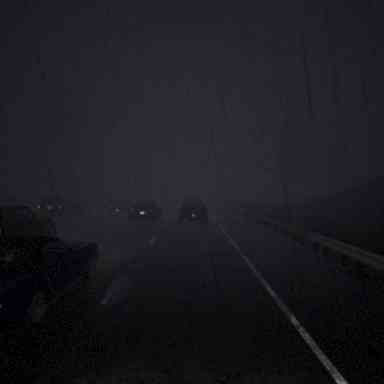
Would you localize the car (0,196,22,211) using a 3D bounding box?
[{"bbox_3d":[-21.094,1.257,36.998,1.837,1.490,4.892,0,0,0],"label":"car"}]

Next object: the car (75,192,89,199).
[{"bbox_3d":[-28.003,0.781,84.654,2.097,1.767,4.553,0,0,0],"label":"car"}]

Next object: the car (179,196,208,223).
[{"bbox_3d":[0.099,1.318,23.726,1.882,1.535,5.008,0,0,0],"label":"car"}]

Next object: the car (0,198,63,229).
[{"bbox_3d":[-6.900,1.267,12.487,2.097,1.767,4.553,0,0,0],"label":"car"}]

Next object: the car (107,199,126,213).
[{"bbox_3d":[-6.901,1.379,32.941,1.895,1.301,4.718,0,0,0],"label":"car"}]

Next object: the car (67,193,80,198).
[{"bbox_3d":[-31.503,0.922,88.513,1.812,1.442,4.674,0,0,0],"label":"car"}]

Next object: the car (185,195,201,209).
[{"bbox_3d":[0.099,1.201,41.194,1.882,1.535,5.008,0,1,0],"label":"car"}]

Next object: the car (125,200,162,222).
[{"bbox_3d":[-3.401,1.397,24.753,1.994,1.385,4.181,0,0,0],"label":"car"}]

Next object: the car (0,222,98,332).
[{"bbox_3d":[-3.400,1.555,6.736,1.895,1.301,4.718,0,0,0],"label":"car"}]

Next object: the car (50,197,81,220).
[{"bbox_3d":[-10.400,1.174,26.338,2.097,1.767,4.553,0,0,0],"label":"car"}]
